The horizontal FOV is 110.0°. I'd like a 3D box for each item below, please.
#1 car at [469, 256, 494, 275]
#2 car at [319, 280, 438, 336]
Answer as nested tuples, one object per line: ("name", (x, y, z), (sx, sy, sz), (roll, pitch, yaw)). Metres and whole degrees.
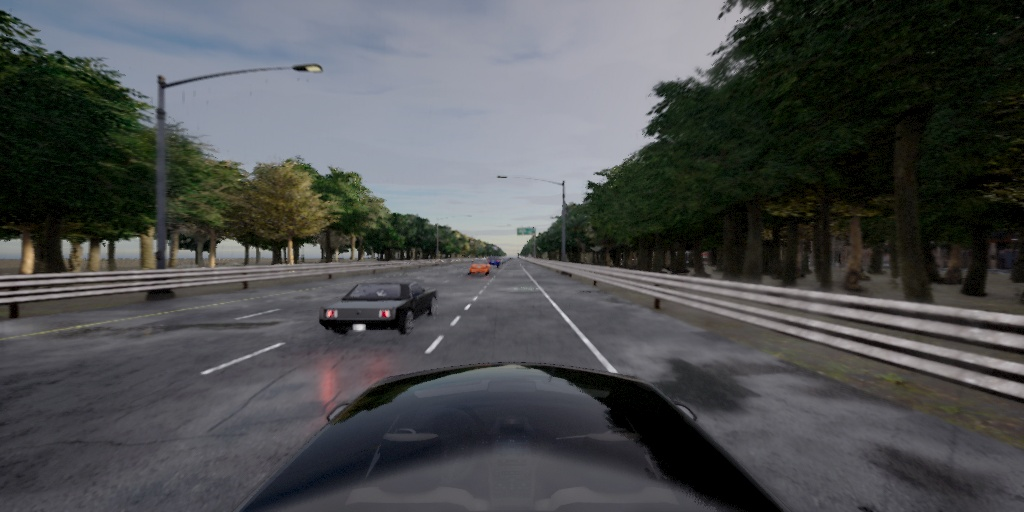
("car", (-3.439, 1.142, 39.548), (2.097, 1.767, 4.553), (0, 0, 0))
("car", (-3.501, 1.357, 10.461), (1.895, 1.301, 4.718), (0, 0, 0))
